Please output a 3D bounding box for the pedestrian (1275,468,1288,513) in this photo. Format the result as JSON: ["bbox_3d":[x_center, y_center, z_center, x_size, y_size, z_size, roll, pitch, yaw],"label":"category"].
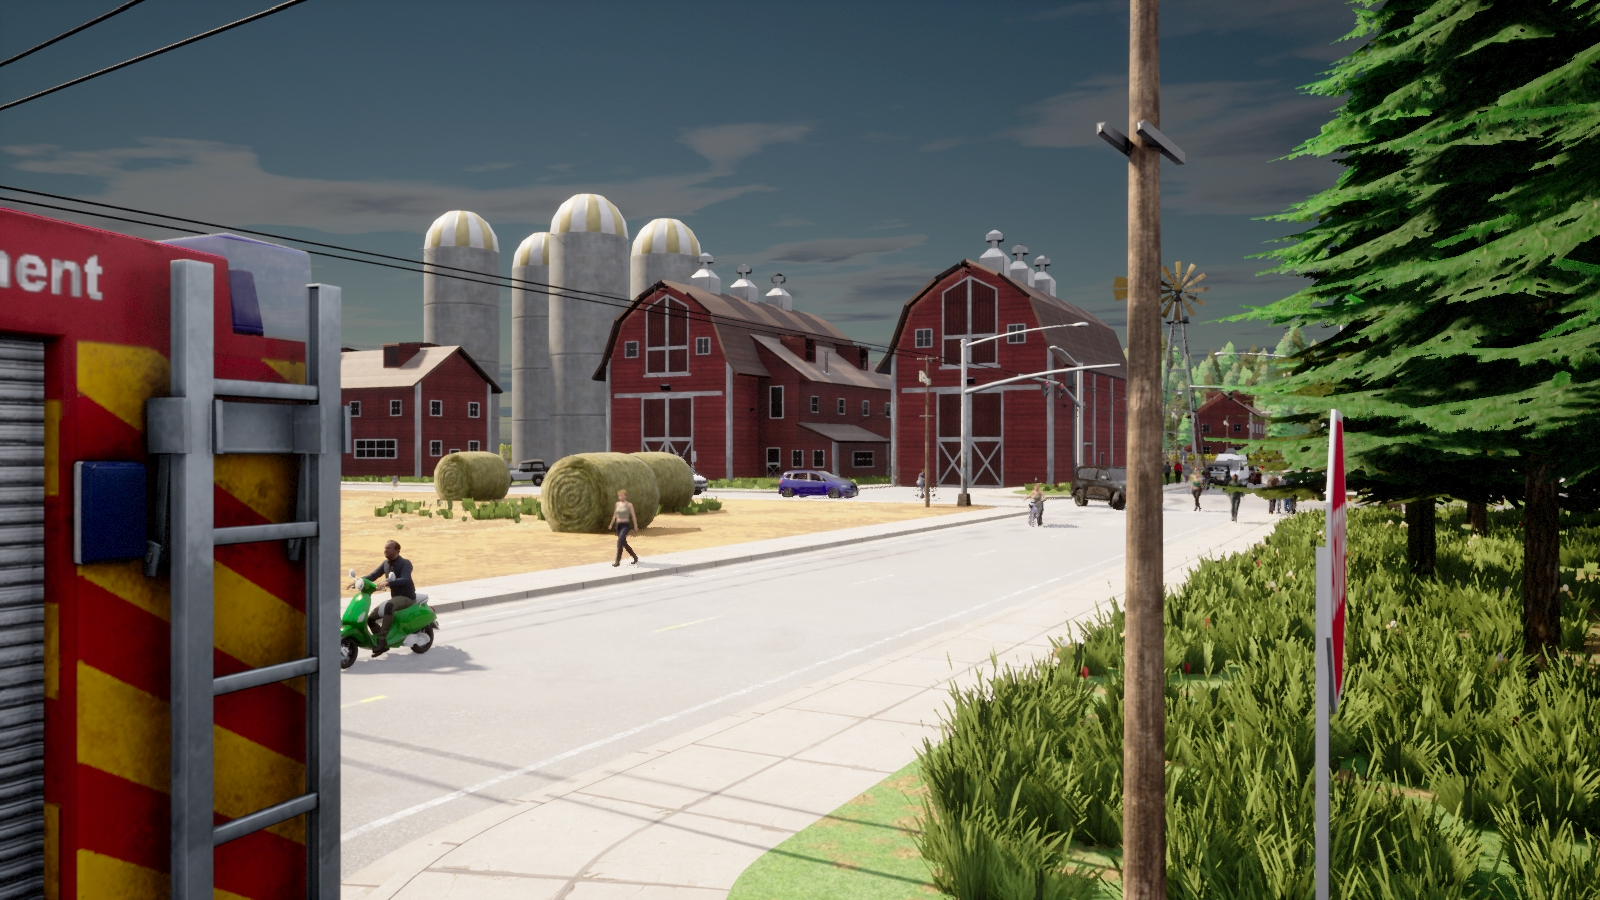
[{"bbox_3d":[20.259,1.694,48.053,0.375,1.860,0.375,0,0,-44],"label":"pedestrian"}]

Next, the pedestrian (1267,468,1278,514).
[{"bbox_3d":[19.585,1.695,47.365,0.375,1.860,0.375,0,0,27],"label":"pedestrian"}]

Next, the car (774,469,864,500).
[{"bbox_3d":[1.075,1.936,65.073,4.611,1.667,2.242,0,0,27],"label":"car"}]

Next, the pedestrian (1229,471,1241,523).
[{"bbox_3d":[15.738,1.696,41.335,0.375,1.860,0.375,0,0,24],"label":"pedestrian"}]

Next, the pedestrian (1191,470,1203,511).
[{"bbox_3d":[18.031,1.839,51.885,0.375,1.860,0.375,0,0,42],"label":"pedestrian"}]

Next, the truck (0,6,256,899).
[{"bbox_3d":[-6.094,0.866,3.628,8.468,3.827,2.891,0,0,22],"label":"truck"}]

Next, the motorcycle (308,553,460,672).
[{"bbox_3d":[-5.560,2.142,15.386,0.856,1.316,1.805,0,0,28],"label":"motorcycle"}]

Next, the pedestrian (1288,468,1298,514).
[{"bbox_3d":[20.407,1.694,47.320,0.375,1.860,0.375,0,0,27],"label":"pedestrian"}]

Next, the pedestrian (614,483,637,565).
[{"bbox_3d":[-4.019,1.694,26.307,0.375,1.860,0.375,0,0,25],"label":"pedestrian"}]

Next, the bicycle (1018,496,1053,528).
[{"bbox_3d":[8.621,2.256,41.730,0.859,1.080,1.487,0,0,29],"label":"bicycle"}]

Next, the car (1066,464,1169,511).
[{"bbox_3d":[15.279,1.764,55.366,2.150,2.045,5.566,0,0,-17],"label":"car"}]

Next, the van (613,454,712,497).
[{"bbox_3d":[-8.438,1.507,69.972,5.915,2.561,1.988,0,0,27],"label":"van"}]
